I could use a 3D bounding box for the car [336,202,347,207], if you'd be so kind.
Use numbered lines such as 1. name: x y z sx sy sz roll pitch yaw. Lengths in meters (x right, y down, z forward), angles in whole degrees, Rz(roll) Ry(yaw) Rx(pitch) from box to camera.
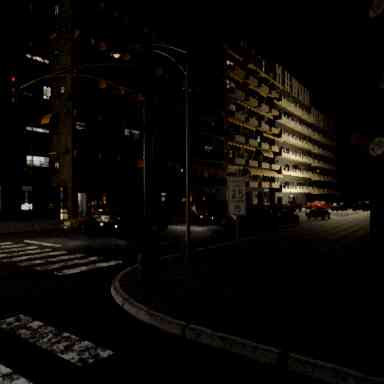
1. car: 39.235 3.282 87.135 1.947 1.339 4.313 -1 -2 35

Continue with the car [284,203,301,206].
1. car: 9.240 2.138 33.999 1.837 1.490 4.892 0 -1 35

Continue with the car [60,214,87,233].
1. car: -6.231 1.834 21.965 1.752 1.417 4.829 -1 -2 35

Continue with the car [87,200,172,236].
1. car: -3.566 1.541 21.237 2.150 2.045 5.566 0 -1 35

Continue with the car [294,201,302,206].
1. car: 16.548 2.340 54.625 2.192 1.841 5.009 -1 -2 35

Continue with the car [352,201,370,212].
1. car: 29.909 2.522 59.188 2.192 1.841 5.009 -1 -2 35

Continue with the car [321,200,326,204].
1. car: 26.270 2.640 68.559 2.192 1.841 5.009 -1 -2 35

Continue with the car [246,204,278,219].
1. car: 8.068 2.191 37.889 1.837 1.490 4.892 0 -1 35

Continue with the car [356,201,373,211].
1. car: 33.150 2.621 63.834 2.192 1.841 5.009 -1 -2 35

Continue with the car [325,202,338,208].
1. car: 32.752 3.067 77.844 1.887 1.381 4.507 -1 -2 35

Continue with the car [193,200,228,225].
1. car: 2.342 1.728 29.707 2.150 2.045 5.566 0 -1 34

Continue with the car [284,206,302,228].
1. car: 7.228 2.043 26.669 1.887 1.381 4.507 -1 -2 35

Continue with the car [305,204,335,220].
1. car: 13.709 2.284 35.957 1.802 1.307 4.206 -1 -2 35

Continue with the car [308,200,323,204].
1. car: 23.031 2.771 63.910 1.887 1.381 4.507 -1 -2 35

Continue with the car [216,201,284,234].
1. car: 3.987 1.711 22.030 2.192 1.841 5.009 -1 -2 35

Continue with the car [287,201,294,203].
1. car: 13.211 2.446 49.835 1.752 1.417 4.829 -1 -2 35

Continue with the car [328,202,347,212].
1. car: 25.274 2.624 56.993 2.128 1.511 4.902 0 -1 35
